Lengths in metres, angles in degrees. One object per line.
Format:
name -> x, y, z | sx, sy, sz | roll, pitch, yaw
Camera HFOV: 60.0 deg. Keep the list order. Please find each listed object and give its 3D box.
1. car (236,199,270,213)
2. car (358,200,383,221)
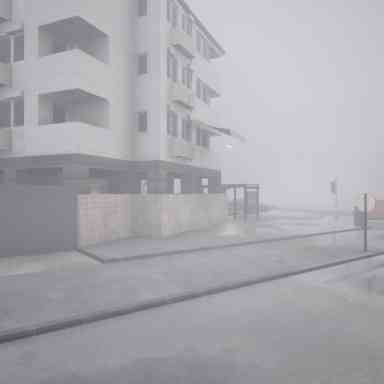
car -> 6.115, 1.477, 35.730 | 1.882, 1.535, 5.008 | 0, 0, -36
car -> 14.589, 1.351, 24.189 | 2.097, 1.767, 4.553 | 0, 0, -38
